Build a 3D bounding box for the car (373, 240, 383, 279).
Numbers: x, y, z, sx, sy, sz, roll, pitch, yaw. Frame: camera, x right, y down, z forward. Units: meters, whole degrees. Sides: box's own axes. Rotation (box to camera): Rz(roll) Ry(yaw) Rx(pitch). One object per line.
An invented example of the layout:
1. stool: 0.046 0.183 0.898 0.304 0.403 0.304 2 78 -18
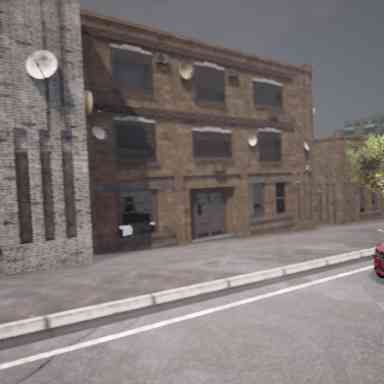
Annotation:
1. car: 6.727 1.435 8.786 5.008 1.535 1.882 0 0 -35
